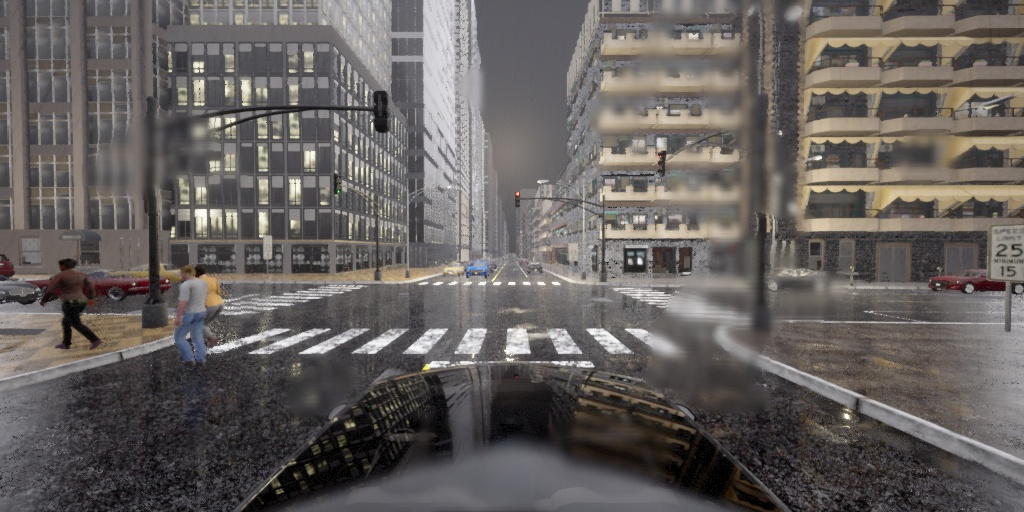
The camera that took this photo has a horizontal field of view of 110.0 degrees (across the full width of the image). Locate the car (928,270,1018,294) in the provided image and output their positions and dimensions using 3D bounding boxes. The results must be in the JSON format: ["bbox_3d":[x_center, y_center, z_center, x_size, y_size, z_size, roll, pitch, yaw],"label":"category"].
[{"bbox_3d":[27.336,1.462,21.095,4.507,1.381,1.888,0,0,1],"label":"car"}]

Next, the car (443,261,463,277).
[{"bbox_3d":[-5.757,1.265,35.832,1.751,1.417,4.829,0,0,0],"label":"car"}]

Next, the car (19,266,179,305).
[{"bbox_3d":[-18.051,1.231,15.844,4.718,1.301,1.895,0,1,1],"label":"car"}]

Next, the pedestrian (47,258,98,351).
[{"bbox_3d":[-8.468,0.891,6.914,0.375,1.860,0.375,-1,1,0],"label":"pedestrian"}]

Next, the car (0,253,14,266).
[{"bbox_3d":[-33.653,0.712,21.834,5.009,1.841,2.192,0,0,1],"label":"car"}]

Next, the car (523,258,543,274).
[{"bbox_3d":[2.612,1.289,41.672,2.007,1.370,4.403,0,0,0],"label":"car"}]

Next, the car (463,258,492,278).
[{"bbox_3d":[-3.153,1.218,33.638,1.882,1.535,5.008,0,0,-1],"label":"car"}]

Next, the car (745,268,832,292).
[{"bbox_3d":[16.271,1.375,21.228,4.403,1.370,2.007,0,0,1],"label":"car"}]

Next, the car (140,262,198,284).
[{"bbox_3d":[-21.706,1.029,21.652,4.829,1.417,1.751,0,0,1],"label":"car"}]

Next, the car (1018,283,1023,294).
[{"bbox_3d":[21.694,1.576,12.783,4.313,1.339,1.948,0,0,1],"label":"car"}]

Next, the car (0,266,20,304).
[{"bbox_3d":[-20.309,1.204,13.322,4.403,1.370,2.007,0,0,1],"label":"car"}]

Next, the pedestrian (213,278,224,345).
[{"bbox_3d":[-6.465,1.042,7.585,0.375,1.860,0.375,-1,1,0],"label":"pedestrian"}]

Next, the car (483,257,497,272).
[{"bbox_3d":[-3.172,1.230,43.329,2.128,1.511,4.902,0,0,0],"label":"car"}]

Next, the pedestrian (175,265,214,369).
[{"bbox_3d":[-5.675,1.042,6.331,0.375,1.860,0.375,-1,1,0],"label":"pedestrian"}]
